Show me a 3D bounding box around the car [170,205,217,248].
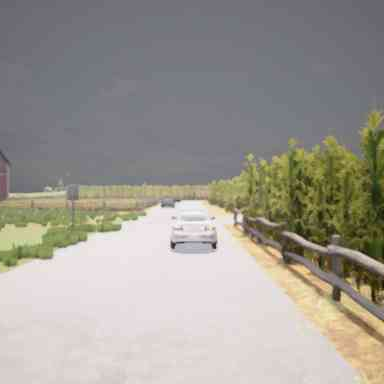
[{"bbox_3d":[0.071,1.502,14.429,1.812,1.442,4.674,0,0,0],"label":"car"}]

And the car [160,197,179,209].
[{"bbox_3d":[-3.205,1.474,45.064,2.033,1.411,5.357,0,0,0],"label":"car"}]

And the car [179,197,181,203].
[{"bbox_3d":[-3.113,1.538,64.176,1.895,1.301,4.718,0,0,0],"label":"car"}]
